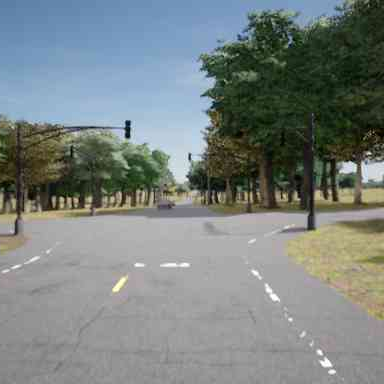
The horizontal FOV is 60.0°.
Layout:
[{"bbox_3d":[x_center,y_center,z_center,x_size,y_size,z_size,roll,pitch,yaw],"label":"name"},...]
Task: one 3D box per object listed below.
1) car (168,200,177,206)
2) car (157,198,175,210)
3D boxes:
[{"bbox_3d":[-4.836,2.580,81.426,2.033,1.411,5.357,0,-2,-1],"label":"car"},{"bbox_3d":[-4.233,1.766,51.300,2.097,1.767,4.553,0,-1,-1],"label":"car"}]
